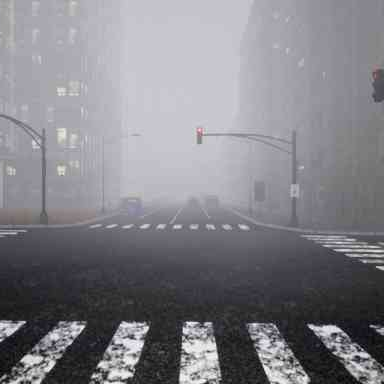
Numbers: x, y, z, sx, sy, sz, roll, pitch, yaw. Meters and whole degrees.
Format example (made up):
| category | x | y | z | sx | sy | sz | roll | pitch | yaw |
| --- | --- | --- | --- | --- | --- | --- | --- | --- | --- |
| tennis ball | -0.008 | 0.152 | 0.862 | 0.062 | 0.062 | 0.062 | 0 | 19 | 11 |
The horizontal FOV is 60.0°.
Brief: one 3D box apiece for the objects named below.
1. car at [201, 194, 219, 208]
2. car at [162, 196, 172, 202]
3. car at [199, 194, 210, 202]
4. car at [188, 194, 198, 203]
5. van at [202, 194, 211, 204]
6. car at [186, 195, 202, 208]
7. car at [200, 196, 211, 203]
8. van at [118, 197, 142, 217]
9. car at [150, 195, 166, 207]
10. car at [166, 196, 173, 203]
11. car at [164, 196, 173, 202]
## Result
| category | x | y | z | sx | sy | sz | roll | pitch | yaw |
| --- | --- | --- | --- | --- | --- | --- | --- | --- | --- |
| car | 2.730 | 1.329 | 47.222 | 2.192 | 1.841 | 5.009 | 0 | 0 | 0 |
| car | -5.628 | 1.559 | 74.812 | 1.752 | 1.417 | 4.829 | 0 | 0 | 0 |
| car | 2.753 | 1.349 | 74.976 | 2.192 | 1.841 | 5.009 | 0 | 0 | 0 |
| car | 0.159 | 1.380 | 69.020 | 2.097 | 1.767 | 4.553 | 0 | 0 | 0 |
| van | 2.743 | 1.366 | 63.875 | 1.690 | 1.788 | 3.998 | 0 | 0 | 0 |
| car | 0.142 | 1.540 | 46.861 | 1.812 | 1.442 | 4.674 | 0 | 0 | 0 |
| car | 2.749 | 1.580 | 69.425 | 2.008 | 1.369 | 4.403 | 0 | 0 | 0 |
| van | -5.664 | 1.347 | 30.575 | 1.690 | 1.788 | 3.998 | 0 | 0 | 0 |
| car | -5.646 | 1.543 | 52.608 | 1.752 | 1.417 | 4.829 | 0 | 0 | 0 |
| car | -5.632 | 1.469 | 69.431 | 1.967 | 1.590 | 4.097 | 0 | 0 | 0 |
| car | -5.623 | 1.590 | 80.533 | 2.008 | 1.369 | 4.403 | 0 | 0 | 0 |
